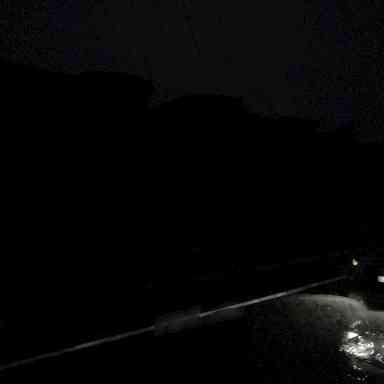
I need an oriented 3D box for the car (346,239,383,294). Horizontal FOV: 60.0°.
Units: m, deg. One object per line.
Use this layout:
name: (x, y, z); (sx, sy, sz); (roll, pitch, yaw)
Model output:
car: (5.588, 1.657, 8.055); (4.181, 1.385, 1.994); (1, 0, -36)
